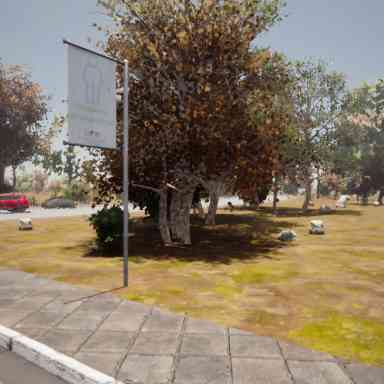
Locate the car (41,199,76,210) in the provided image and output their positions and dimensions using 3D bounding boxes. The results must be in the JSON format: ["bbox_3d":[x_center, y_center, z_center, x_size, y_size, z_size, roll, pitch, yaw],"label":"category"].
[{"bbox_3d":[-17.360,1.549,43.342,1.994,1.385,4.181,0,0,38],"label":"car"}]

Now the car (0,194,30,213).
[{"bbox_3d":[-19.876,1.219,34.544,2.150,2.045,5.566,0,0,38],"label":"car"}]
